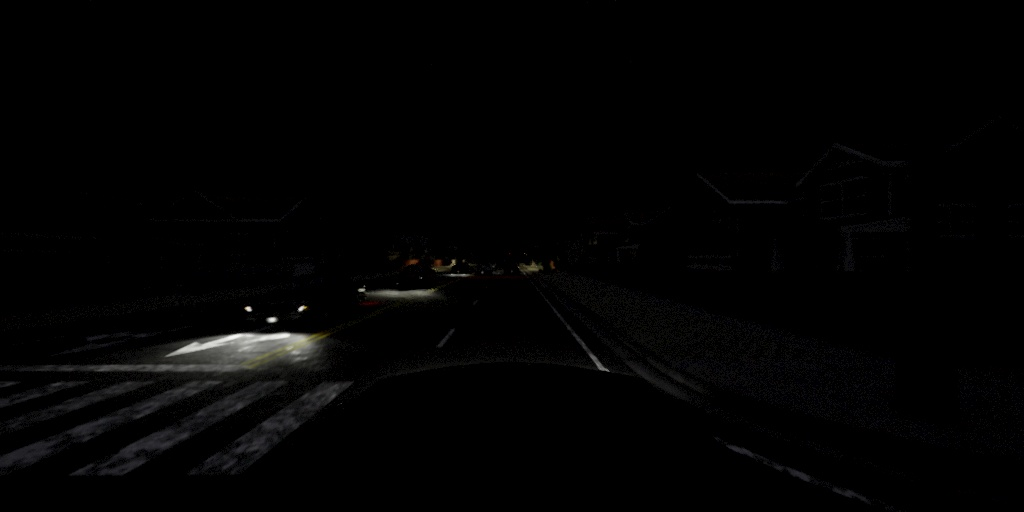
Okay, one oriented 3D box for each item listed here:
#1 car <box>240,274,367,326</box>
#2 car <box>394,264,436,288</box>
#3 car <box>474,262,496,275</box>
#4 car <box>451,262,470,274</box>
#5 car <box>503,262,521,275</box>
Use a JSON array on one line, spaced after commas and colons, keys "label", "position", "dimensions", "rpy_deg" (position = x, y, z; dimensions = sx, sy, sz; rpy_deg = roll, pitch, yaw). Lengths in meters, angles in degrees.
[{"label": "car", "position": [-6.628, 1.344, 12.270], "dimensions": [2.033, 1.411, 5.357], "rpy_deg": [0, 0, -4]}, {"label": "car", "position": [-6.604, 1.336, 24.822], "dimensions": [1.882, 1.535, 5.008], "rpy_deg": [0, 0, 0]}, {"label": "car", "position": [-3.263, 1.555, 41.719], "dimensions": [1.895, 1.301, 4.718], "rpy_deg": [0, 0, 0]}, {"label": "car", "position": [-6.522, 1.529, 46.156], "dimensions": [2.033, 1.411, 5.357], "rpy_deg": [0, 0, 0]}, {"label": "car", "position": [-0.012, 1.483, 41.691], "dimensions": [1.812, 1.442, 4.674], "rpy_deg": [0, 0, 0]}]
